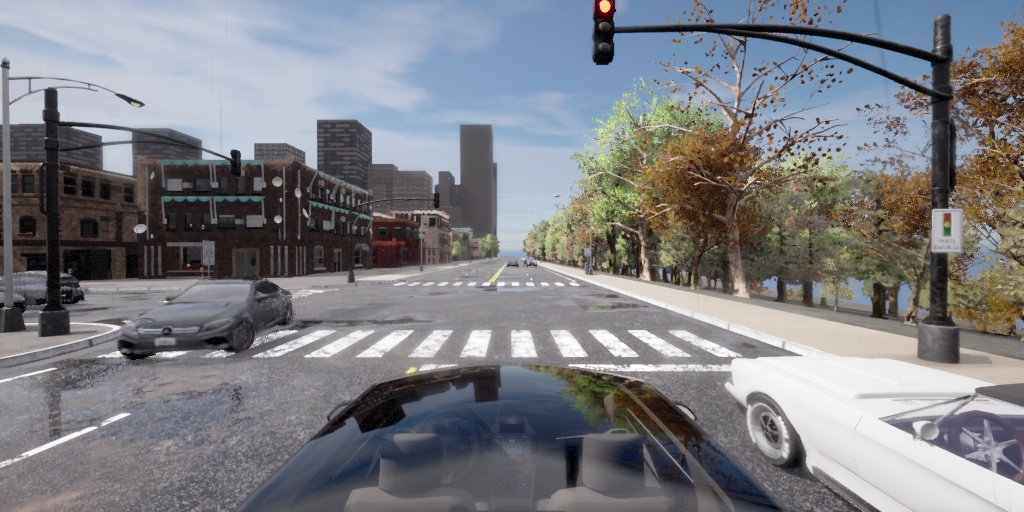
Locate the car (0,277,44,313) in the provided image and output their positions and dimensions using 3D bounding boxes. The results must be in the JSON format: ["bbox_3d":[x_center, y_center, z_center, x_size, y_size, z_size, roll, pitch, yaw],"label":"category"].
[{"bbox_3d":[-19.936,1.565,12.575,4.313,1.339,1.948,0,0,0],"label":"car"}]

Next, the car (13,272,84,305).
[{"bbox_3d":[-21.170,1.549,15.285,4.181,1.385,1.994,-1,1,0],"label":"car"}]

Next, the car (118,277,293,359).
[{"bbox_3d":[-6.820,1.275,8.672,1.812,1.442,4.674,1,0,-15],"label":"car"}]

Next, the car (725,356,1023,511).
[{"bbox_3d":[3.350,1.351,1.927,1.895,1.301,4.718,0,0,0],"label":"car"}]

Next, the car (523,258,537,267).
[{"bbox_3d":[3.417,1.327,63.712,1.895,1.301,4.718,0,0,0],"label":"car"}]

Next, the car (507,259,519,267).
[{"bbox_3d":[0.155,1.290,63.434,1.994,1.385,4.181,0,0,1],"label":"car"}]
